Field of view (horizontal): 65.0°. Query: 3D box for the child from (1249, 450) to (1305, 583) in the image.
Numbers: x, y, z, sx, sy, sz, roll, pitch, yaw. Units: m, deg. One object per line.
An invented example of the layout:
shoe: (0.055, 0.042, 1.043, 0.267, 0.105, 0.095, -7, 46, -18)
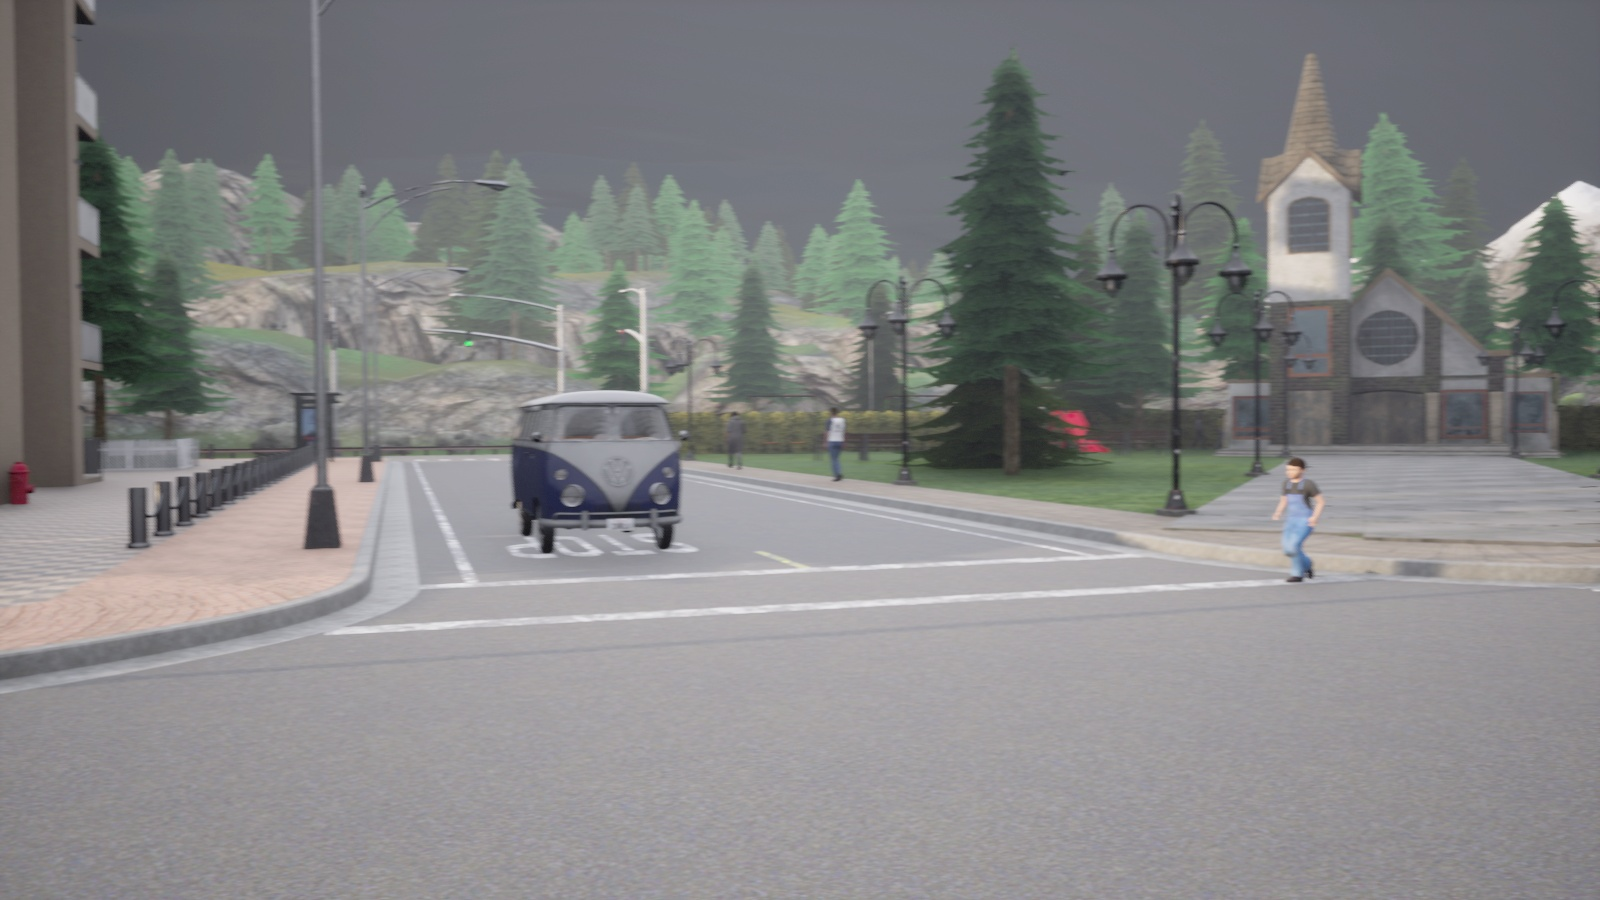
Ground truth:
child: (4.633, 0.635, 12.194, 0.437, 1.263, 0.270, -1, 1, -25)

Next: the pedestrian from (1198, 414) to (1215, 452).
pedestrian: (19.702, -0.815, 60.899, 0.706, 1.836, 0.354, 1, 1, 29)

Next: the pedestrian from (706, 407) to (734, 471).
pedestrian: (-2.471, -0.352, 38.670, 0.659, 1.952, 0.873, 0, 1, -19)

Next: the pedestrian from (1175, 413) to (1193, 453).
pedestrian: (18.853, -0.832, 61.649, 0.788, 1.949, 0.423, 1, 1, 26)

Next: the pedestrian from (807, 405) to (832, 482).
pedestrian: (0.463, -0.172, 30.349, 0.354, 1.836, 0.706, 0, 1, -21)

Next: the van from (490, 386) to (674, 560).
van: (-3.030, 0.213, 16.719, 1.775, 1.987, 4.442, 0, 1, -18)
